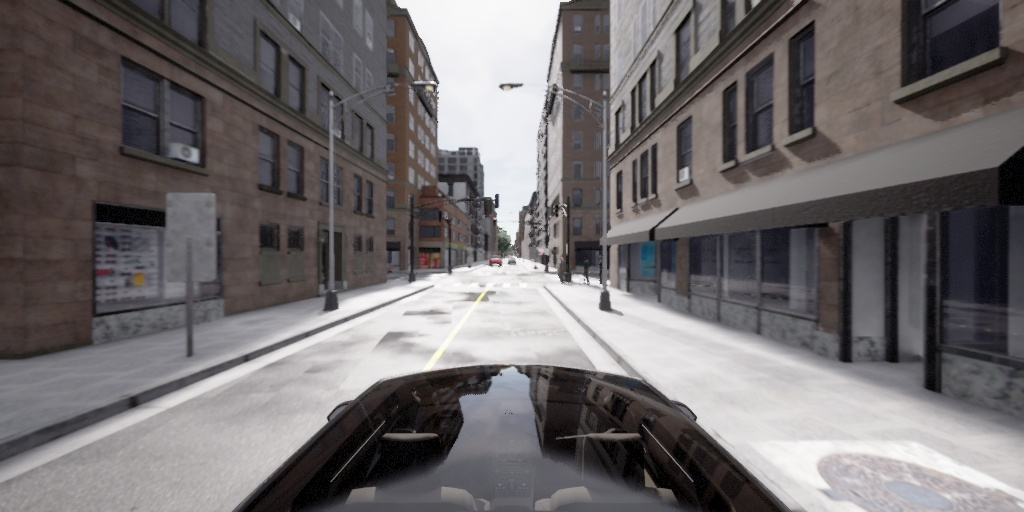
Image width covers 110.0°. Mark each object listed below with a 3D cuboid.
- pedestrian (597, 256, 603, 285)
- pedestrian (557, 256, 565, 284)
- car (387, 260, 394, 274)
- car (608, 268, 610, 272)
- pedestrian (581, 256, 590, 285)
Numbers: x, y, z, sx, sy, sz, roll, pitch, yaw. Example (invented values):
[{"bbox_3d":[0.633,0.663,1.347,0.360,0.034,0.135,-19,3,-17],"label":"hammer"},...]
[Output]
[{"bbox_3d":[5.628,0.873,22.728,0.375,1.860,0.375,0,0,0],"label":"pedestrian"},{"bbox_3d":[3.280,0.867,23.328,0.375,1.860,0.375,0,0,0],"label":"pedestrian"},{"bbox_3d":[-14.602,1.130,37.457,4.097,1.591,1.967,0,0,1],"label":"car"},{"bbox_3d":[12.422,1.221,37.176,4.829,1.417,1.751,0,0,1],"label":"car"},{"bbox_3d":[4.602,0.870,22.128,0.375,1.860,0.375,0,0,0],"label":"pedestrian"}]
